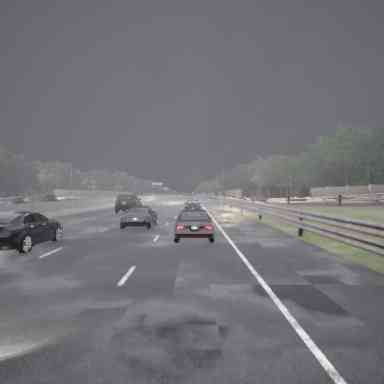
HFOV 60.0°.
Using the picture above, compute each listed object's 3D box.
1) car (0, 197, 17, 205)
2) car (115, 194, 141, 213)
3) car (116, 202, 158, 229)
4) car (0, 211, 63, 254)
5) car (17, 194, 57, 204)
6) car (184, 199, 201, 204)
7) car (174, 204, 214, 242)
[{"bbox_3d":[-21.084,1.408,38.739,2.097,1.767,4.553,0,0,0],"label":"car"},{"bbox_3d":[-6.896,1.271,36.392,2.150,2.045,5.566,0,0,0],"label":"car"},{"bbox_3d":[-3.397,1.585,21.879,1.994,1.385,4.181,0,0,0],"label":"car"},{"bbox_3d":[-6.898,1.515,13.482,1.837,1.490,4.892,0,0,0],"label":"car"},{"bbox_3d":[-17.589,1.277,38.703,2.150,2.045,5.566,0,0,0],"label":"car"},{"bbox_3d":[0.104,1.580,38.261,1.812,1.442,4.674,0,0,0],"label":"car"},{"bbox_3d":[0.102,1.561,16.550,2.033,1.411,5.357,0,0,0],"label":"car"}]
